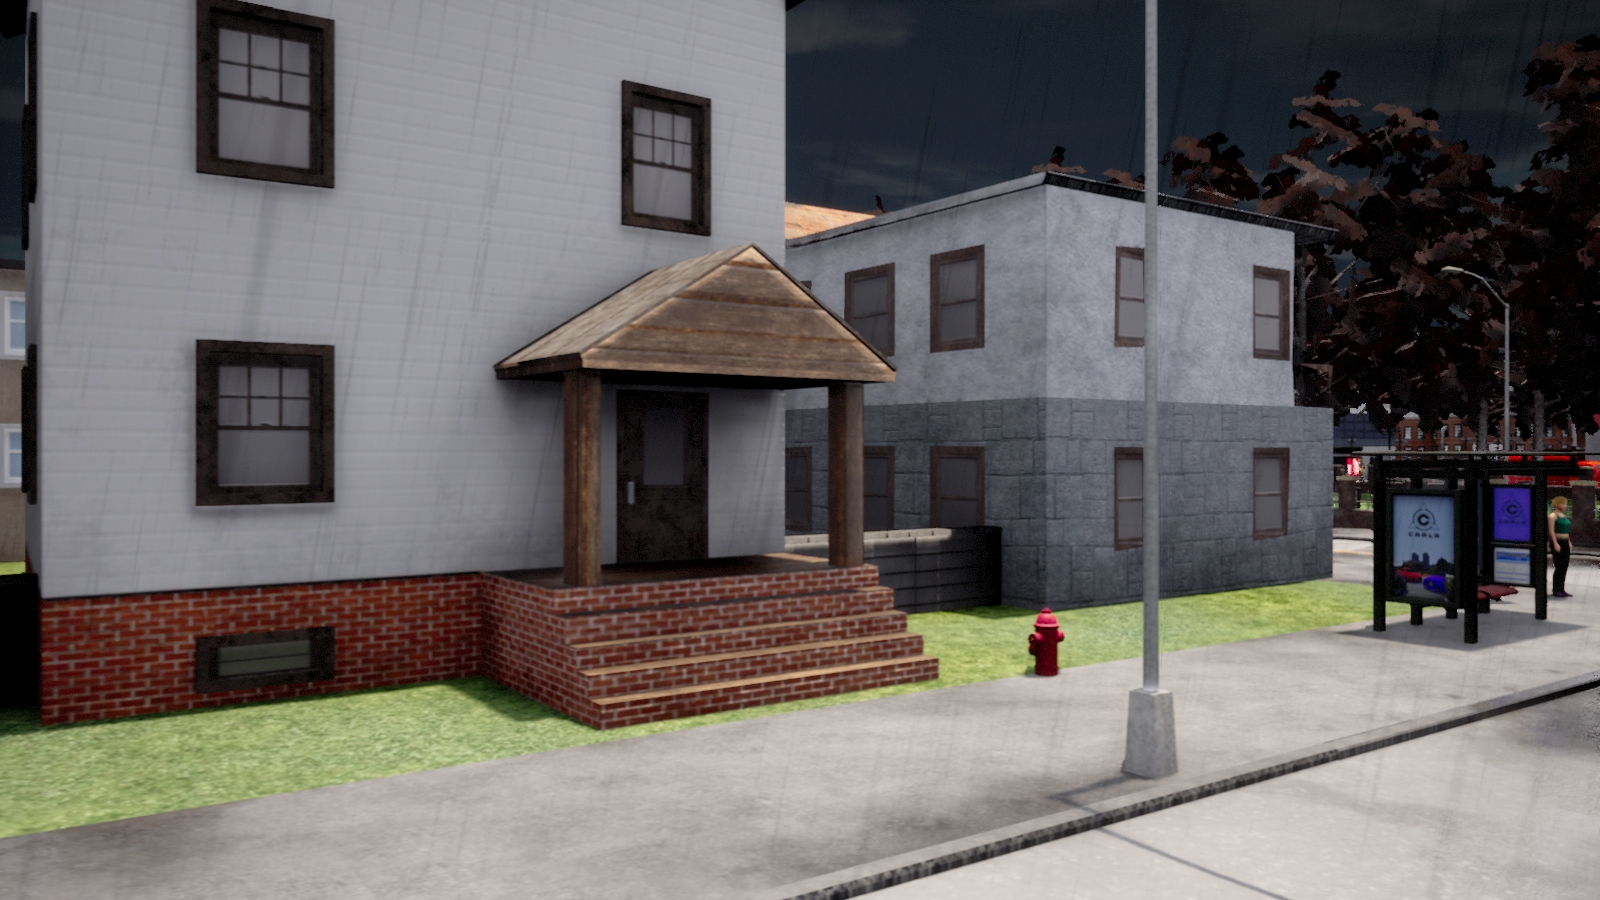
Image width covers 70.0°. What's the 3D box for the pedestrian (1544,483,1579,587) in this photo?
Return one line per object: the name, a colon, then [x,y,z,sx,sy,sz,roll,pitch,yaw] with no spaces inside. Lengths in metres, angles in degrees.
pedestrian: [13.885,1.533,20.831,0.375,1.860,0.375,0,0,-20]
